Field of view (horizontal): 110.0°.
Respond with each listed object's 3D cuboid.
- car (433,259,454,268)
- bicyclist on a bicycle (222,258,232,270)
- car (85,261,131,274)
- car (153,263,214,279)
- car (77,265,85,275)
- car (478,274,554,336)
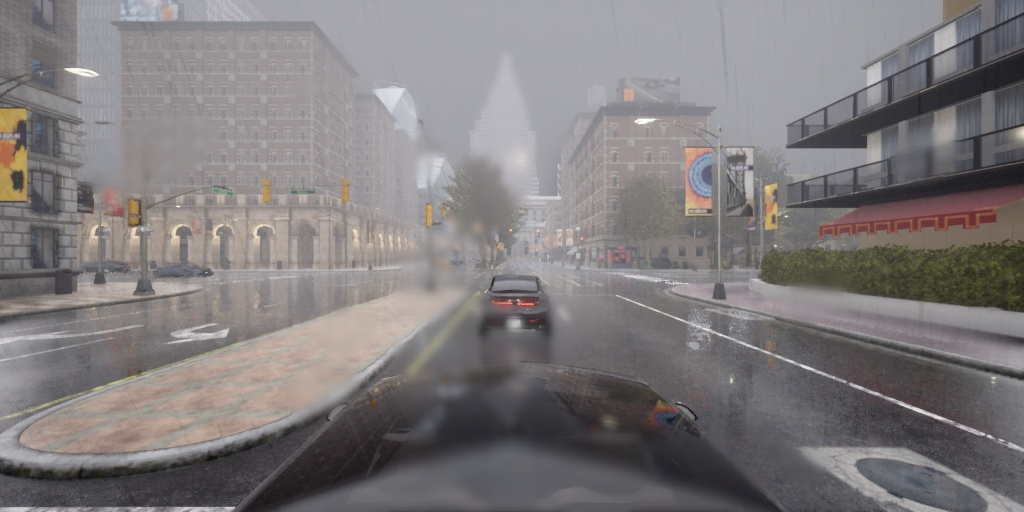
[{"bbox_3d":[-11.407,1.228,59.669,1.882,1.535,5.008,0,0,0],"label":"car"},{"bbox_3d":[-37.170,1.050,46.770,0.582,1.620,1.656,0,0,0],"label":"bicyclist on a bicycle"},{"bbox_3d":[-45.109,1.254,39.533,4.892,1.490,1.837,0,0,0],"label":"car"},{"bbox_3d":[-29.550,1.313,32.320,4.181,1.385,1.994,0,0,0],"label":"car"},{"bbox_3d":[-42.080,1.276,32.314,4.674,1.442,1.812,0,0,1],"label":"car"},{"bbox_3d":[0.101,1.255,10.331,1.837,1.490,4.892,0,0,0],"label":"car"}]
